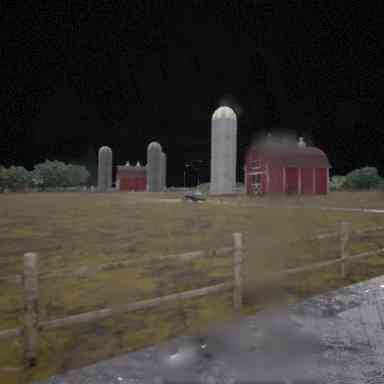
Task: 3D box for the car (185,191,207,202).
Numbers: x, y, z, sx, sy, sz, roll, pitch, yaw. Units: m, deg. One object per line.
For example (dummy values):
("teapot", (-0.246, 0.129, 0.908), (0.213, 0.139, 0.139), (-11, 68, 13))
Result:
("car", (0.604, 0.869, 63.611), (2.150, 2.045, 5.566), (1, 0, -35))
